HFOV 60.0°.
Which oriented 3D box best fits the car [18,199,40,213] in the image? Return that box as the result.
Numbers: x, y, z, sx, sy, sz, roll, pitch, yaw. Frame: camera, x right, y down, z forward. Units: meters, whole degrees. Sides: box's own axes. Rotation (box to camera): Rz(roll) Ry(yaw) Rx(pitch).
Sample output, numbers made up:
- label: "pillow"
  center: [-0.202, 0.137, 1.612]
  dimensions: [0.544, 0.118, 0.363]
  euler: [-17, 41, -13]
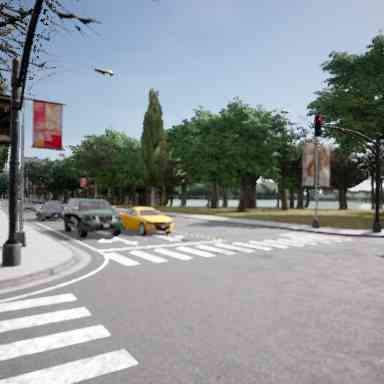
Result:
- label: "car"
  center: [-21.582, 1.957, 43.517]
  dimensions: [1.994, 1.385, 4.181]
  euler: [1, -1, -33]

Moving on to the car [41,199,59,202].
- label: "car"
  center: [-18.550, 1.925, 44.815]
  dimensions: [1.882, 1.535, 5.008]
  euler: [1, -2, -33]

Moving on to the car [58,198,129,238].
- label: "car"
  center: [-5.920, 1.411, 19.481]
  dimensions: [2.150, 2.045, 5.566]
  euler: [1, -1, -33]

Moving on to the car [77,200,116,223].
- label: "car"
  center: [-8.518, 1.661, 29.392]
  dimensions: [2.097, 1.767, 4.553]
  euler: [1, -1, -33]

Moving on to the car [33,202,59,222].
- label: "car"
  center: [-12.431, 1.827, 29.431]
  dimensions: [1.994, 1.385, 4.181]
  euler: [1, -1, -33]

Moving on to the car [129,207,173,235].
- label: "car"
  center: [-2.985, 1.725, 20.926]
  dimensions: [1.882, 1.535, 5.008]
  euler: [1, -1, -33]
